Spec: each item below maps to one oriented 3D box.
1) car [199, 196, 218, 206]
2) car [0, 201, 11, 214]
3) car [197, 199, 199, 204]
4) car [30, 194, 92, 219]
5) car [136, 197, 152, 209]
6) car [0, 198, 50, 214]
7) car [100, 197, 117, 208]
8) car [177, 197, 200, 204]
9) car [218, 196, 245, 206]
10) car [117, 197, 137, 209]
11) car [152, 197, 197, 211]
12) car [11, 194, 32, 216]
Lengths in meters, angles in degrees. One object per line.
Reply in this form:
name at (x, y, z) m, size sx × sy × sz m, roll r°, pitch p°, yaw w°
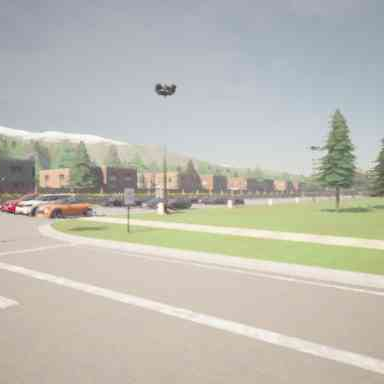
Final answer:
car at (3.958, 1.506, 55.738) m, size 2.033 × 1.411 × 5.357 m, roll 0°, pitch 0°, yaw 35°
car at (-15.867, 1.176, 33.482) m, size 2.150 × 2.045 × 5.566 m, roll 0°, pitch 0°, yaw 35°
car at (2.849, 1.446, 60.221) m, size 2.128 × 1.511 × 4.902 m, roll 0°, pitch 0°, yaw 35°
car at (-10.880, 1.315, 28.396) m, size 2.097 × 1.767 × 4.553 m, roll 0°, pitch 0°, yaw 35°
car at (-4.647, 1.485, 43.432) m, size 1.812 × 1.442 × 4.674 m, roll 0°, pitch 0°, yaw 35°
car at (-18.325, 1.441, 36.187) m, size 2.128 × 1.511 × 4.902 m, roll 0°, pitch 0°, yaw 36°
car at (-10.724, 1.427, 46.951) m, size 1.882 × 1.535 × 5.008 m, roll 0°, pitch 0°, yaw 35°
car at (-0.624, 1.550, 61.314) m, size 1.895 × 1.301 × 4.718 m, roll 0°, pitch 0°, yaw 35°
car at (6.799, 1.456, 53.712) m, size 2.128 × 1.511 × 4.902 m, roll 0°, pitch 0°, yaw 35°
car at (-7.361, 1.446, 45.662) m, size 2.128 × 1.511 × 4.902 m, roll 0°, pitch 0°, yaw 35°
car at (-2.095, 1.511, 40.990) m, size 2.033 × 1.411 × 5.357 m, roll 0°, pitch 0°, yaw 35°
car at (-13.311, 1.181, 31.025) m, size 2.150 × 2.045 × 5.566 m, roll 0°, pitch 0°, yaw 35°
